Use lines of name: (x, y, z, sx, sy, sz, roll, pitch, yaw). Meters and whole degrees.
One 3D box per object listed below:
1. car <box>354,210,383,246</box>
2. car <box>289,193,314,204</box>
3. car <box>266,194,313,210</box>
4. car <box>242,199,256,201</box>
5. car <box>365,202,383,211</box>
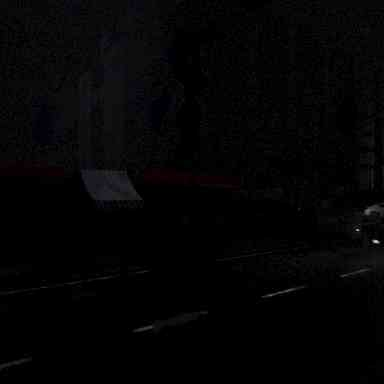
car: (8.897, 1.601, 14.091, 4.718, 1.301, 1.895, 0, 0, -35)
car: (19.507, 1.112, 59.415, 1.905, 1.878, 3.866, 0, 0, -36)
car: (8.304, 1.296, 29.481, 2.097, 1.767, 4.553, 0, 0, -36)
car: (6.623, 1.507, 37.776, 1.994, 1.385, 4.181, 0, 0, -36)
car: (15.660, 1.491, 25.289, 1.812, 1.442, 4.674, 0, 1, -36)
